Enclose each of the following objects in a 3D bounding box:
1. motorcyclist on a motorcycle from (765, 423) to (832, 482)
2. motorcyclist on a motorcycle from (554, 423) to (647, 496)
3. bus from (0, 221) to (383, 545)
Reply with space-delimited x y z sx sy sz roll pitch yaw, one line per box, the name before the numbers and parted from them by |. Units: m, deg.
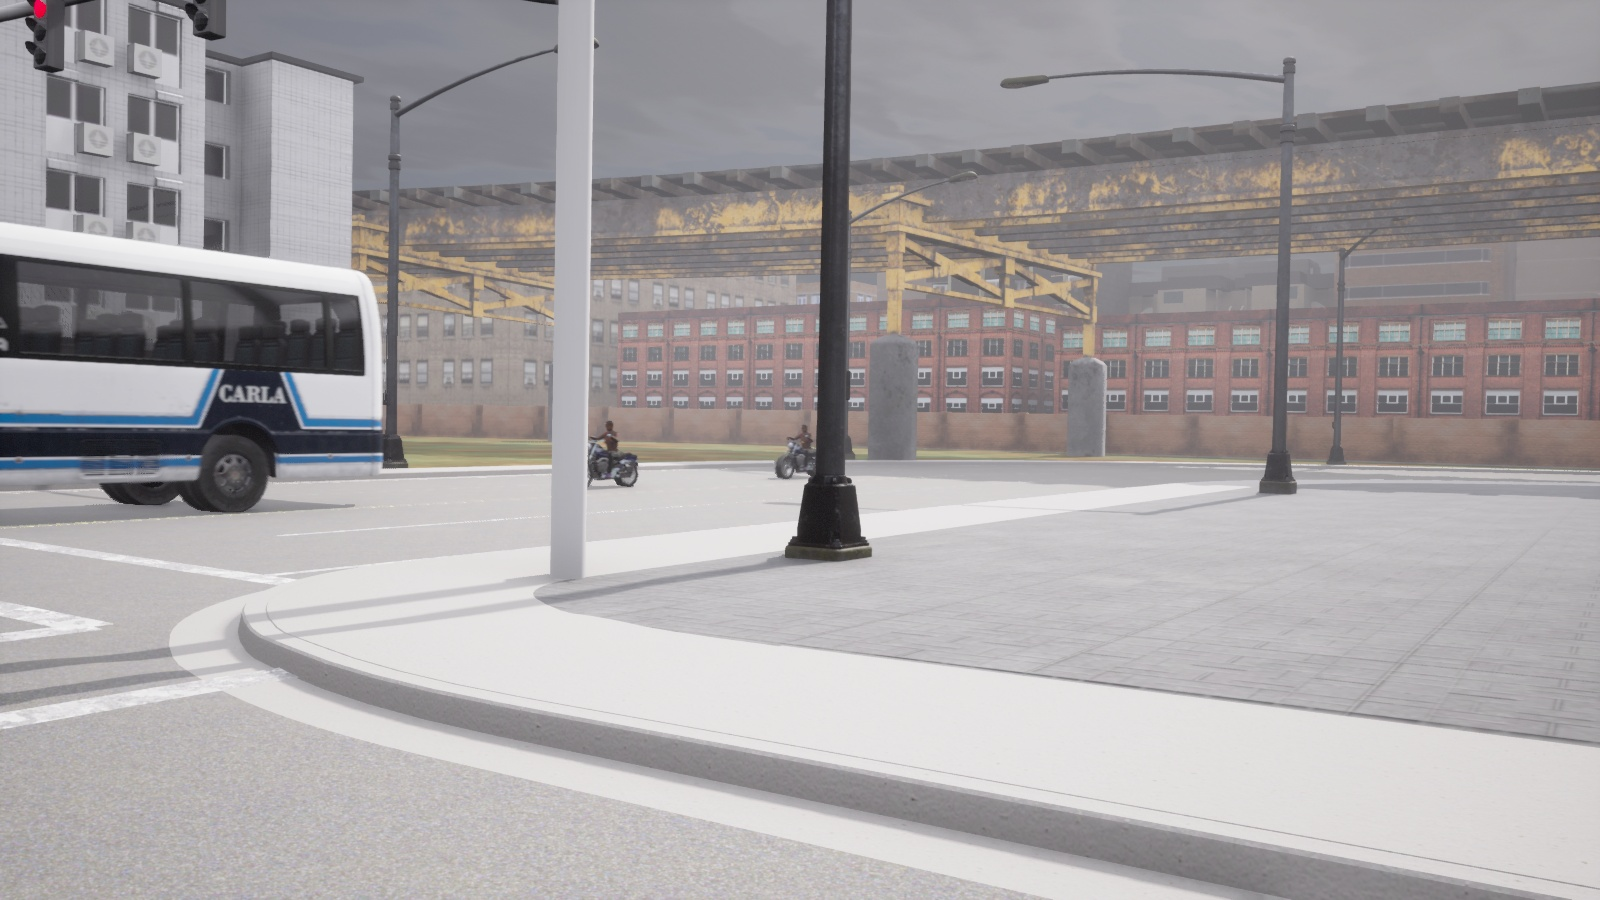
motorcyclist on a motorcycle | -0.021 0.042 36.547 0.766 1.649 2.350 1 2 33
motorcyclist on a motorcycle | -4.633 0.186 29.379 0.766 1.649 2.350 1 2 33
bus | -11.635 -0.920 18.400 3.944 4.253 10.273 1 1 32
